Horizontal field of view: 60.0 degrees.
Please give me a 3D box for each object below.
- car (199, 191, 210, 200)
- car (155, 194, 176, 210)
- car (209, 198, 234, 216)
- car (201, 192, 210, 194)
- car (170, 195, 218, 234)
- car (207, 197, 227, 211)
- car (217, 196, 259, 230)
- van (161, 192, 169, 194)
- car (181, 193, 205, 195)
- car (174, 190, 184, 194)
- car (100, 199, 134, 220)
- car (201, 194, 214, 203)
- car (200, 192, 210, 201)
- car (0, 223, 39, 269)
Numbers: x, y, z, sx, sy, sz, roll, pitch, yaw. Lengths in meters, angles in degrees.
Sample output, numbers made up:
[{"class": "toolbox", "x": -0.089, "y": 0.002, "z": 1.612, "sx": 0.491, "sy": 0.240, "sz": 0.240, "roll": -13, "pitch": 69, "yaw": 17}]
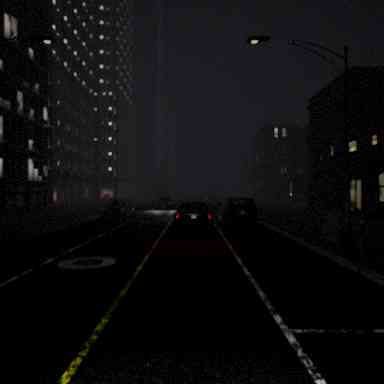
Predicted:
[{"class": "car", "x": 2.689, "y": 0.763, "z": 74.672, "sx": 2.192, "sy": 1.841, "sz": 5.009, "roll": 1, "pitch": 0, "yaw": 0}, {"class": "car", "x": -3.105, "y": 1.254, "z": 38.063, "sx": 1.812, "sy": 1.442, "sz": 4.674, "roll": 0, "pitch": 0, "yaw": 0}, {"class": "car", "x": 2.695, "y": 1.325, "z": 31.183, "sx": 1.887, "sy": 1.381, "sz": 4.507, "roll": 1, "pitch": 0, "yaw": 0}, {"class": "car", "x": 2.690, "y": 1.141, "z": 52.933, "sx": 1.752, "sy": 1.417, "sz": 4.829, "roll": 1, "pitch": 0, "yaw": 0}, {"class": "car", "x": 0.093, "y": 1.226, "z": 18.363, "sx": 2.097, "sy": 1.767, "sz": 4.553, "roll": 0, "pitch": 1, "yaw": 0}, {"class": "car", "x": 2.693, "y": 1.304, "z": 36.728, "sx": 1.947, "sy": 1.339, "sz": 4.313, "roll": 1, "pitch": 0, "yaw": 0}, {"class": "car", "x": 2.701, "y": 1.176, "z": 20.089, "sx": 2.192, "sy": 1.841, "sz": 5.009, "roll": 1, "pitch": 0, "yaw": 0}, {"class": "van", "x": -5.691, "y": 0.832, "z": 69.189, "sx": 1.690, "sy": 1.788, "sz": 3.998, "roll": 1, "pitch": 0, "yaw": 0}, {"class": "car", "x": 0.093, "y": 1.232, "z": 36.357, "sx": 2.128, "sy": 1.511, "sz": 4.902, "roll": 0, "pitch": 0, "yaw": 0}, {"class": "car", "x": -3.019, "y": 0.405, "z": 78.693, "sx": 2.150, "sy": 2.045, "sz": 5.566, "roll": 0, "pitch": 0, "yaw": 0}, {"class": "car", "x": -5.682, "y": 1.261, "z": 25.630, "sx": 1.967, "sy": 1.590, "sz": 4.097, "roll": 1, "pitch": 0, "yaw": 0}, {"class": "car", "x": 2.689, "y": 1.126, "z": 58.241, "sx": 2.008, "sy": 1.369, "sz": 4.403, "roll": 1, "pitch": 0, "yaw": 0}, {"class": "car", "x": 2.688, "y": 0.931, "z": 69.195, "sx": 1.967, "sy": 1.590, "sz": 4.097, "roll": 1, "pitch": 0, "yaw": 0}, {"class": "car", "x": -5.681, "y": 1.520, "z": 8.994, "sx": 1.802, "sy": 1.307, "sz": 4.206, "roll": 1, "pitch": 0, "yaw": 0}]
